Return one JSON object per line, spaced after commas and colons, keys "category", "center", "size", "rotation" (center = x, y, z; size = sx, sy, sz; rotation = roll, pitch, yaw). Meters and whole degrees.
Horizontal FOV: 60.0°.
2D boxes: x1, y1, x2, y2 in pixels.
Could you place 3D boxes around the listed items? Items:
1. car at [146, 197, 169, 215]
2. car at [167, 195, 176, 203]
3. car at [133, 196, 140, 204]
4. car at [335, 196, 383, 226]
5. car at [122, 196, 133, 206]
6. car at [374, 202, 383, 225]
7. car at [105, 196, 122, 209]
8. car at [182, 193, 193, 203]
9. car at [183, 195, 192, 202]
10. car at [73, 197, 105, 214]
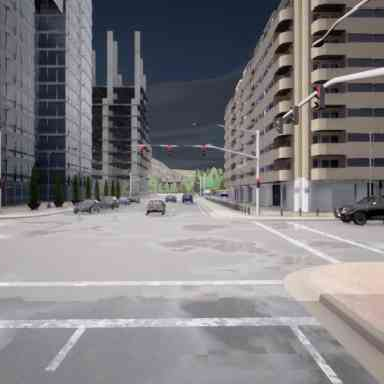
{"category": "car", "center": [-3.688, 1.547, 34.273], "size": [2.033, 1.411, 5.357], "rotation": [0, 0, -3]}
{"category": "car", "center": [-4.425, 1.352, 69.099], "size": [2.097, 1.767, 4.553], "rotation": [0, 0, -1]}
{"category": "car", "center": [-11.405, 1.547, 65.284], "size": [2.033, 1.411, 5.357], "rotation": [0, 0, 0]}
{"category": "car", "center": [13.231, 1.277, 23.764], "size": [5.566, 2.045, 2.150], "rotation": [0, 0, -1]}
{"category": "car", "center": [-11.311, 1.526, 54.384], "size": [1.812, 1.442, 4.674], "rotation": [0, 0, -1]}
{"category": "car", "center": [14.294, 1.547, 20.281], "size": [4.902, 1.511, 2.128], "rotation": [0, 0, -1]}
{"category": "car", "center": [-11.184, 1.352, 44.549], "size": [2.097, 1.767, 4.553], "rotation": [0, 0, -1]}
{"category": "car", "center": [-0.917, 1.221, 68.509], "size": [2.150, 2.045, 5.566], "rotation": [0, 0, -1]}
{"category": "car", "center": [-1.063, 1.473, 79.242], "size": [1.882, 1.535, 5.008], "rotation": [0, 0, -1]}
{"category": "car", "center": [-11.076, 1.505, 35.358], "size": [1.837, 1.490, 4.892], "rotation": [0, 0, 0]}
